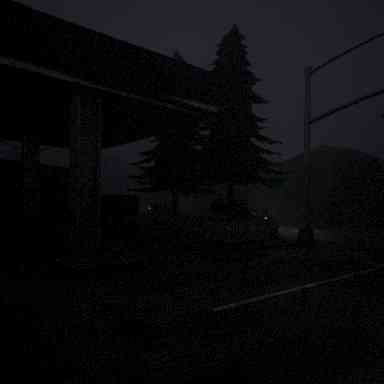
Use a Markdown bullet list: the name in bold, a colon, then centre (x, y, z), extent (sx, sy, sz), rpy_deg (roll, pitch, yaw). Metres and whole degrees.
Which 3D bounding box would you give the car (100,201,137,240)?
- **car**: centre (-4.603, 1.445, 18.243), extent (1.905, 1.878, 3.866), rpy_deg (1, 0, -36)

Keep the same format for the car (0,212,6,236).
- **car**: centre (-11.735, 1.518, 18.420), extent (2.242, 1.667, 4.611), rpy_deg (1, 0, -36)

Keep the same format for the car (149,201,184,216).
- **car**: centre (-2.726, 1.667, 34.458), extent (2.128, 1.511, 4.902), rpy_deg (1, 0, -35)

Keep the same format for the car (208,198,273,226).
- **car**: centre (3.560, 1.470, 25.611), extent (2.150, 2.045, 5.566), rpy_deg (1, 0, -36)
